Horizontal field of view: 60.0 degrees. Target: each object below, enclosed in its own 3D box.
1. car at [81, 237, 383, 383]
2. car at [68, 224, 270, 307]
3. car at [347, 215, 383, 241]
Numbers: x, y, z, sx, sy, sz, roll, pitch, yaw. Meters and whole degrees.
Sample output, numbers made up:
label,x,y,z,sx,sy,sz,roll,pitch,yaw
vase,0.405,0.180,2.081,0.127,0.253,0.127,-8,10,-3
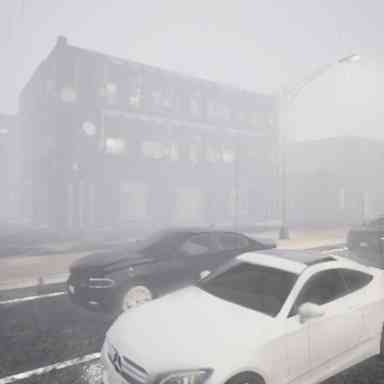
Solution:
label,x,y,z,sx,sy,sz,roll,pitch,yaw
car,1.167,1.573,4.504,4.674,1.442,1.812,1,-1,-35
car,-0.170,1.535,7.543,5.008,1.535,1.882,1,-1,-36
car,8.289,1.676,13.562,5.008,1.535,1.882,1,-1,-35
